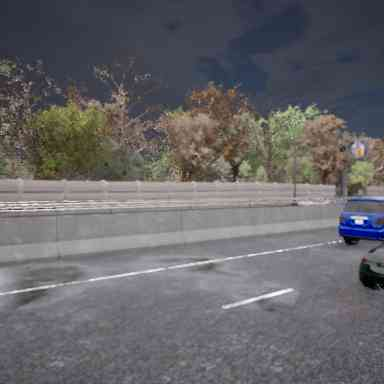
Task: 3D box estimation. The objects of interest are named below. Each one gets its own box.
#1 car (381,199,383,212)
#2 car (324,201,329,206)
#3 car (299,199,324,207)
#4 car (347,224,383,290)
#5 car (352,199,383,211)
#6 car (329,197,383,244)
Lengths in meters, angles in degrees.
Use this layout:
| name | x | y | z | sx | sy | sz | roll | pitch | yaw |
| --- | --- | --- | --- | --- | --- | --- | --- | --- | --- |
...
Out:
| name | x | y | z | sx | sy | sz | roll | pitch | yaw |
| --- | --- | --- | --- | --- | --- | --- | --- | --- | --- |
| car | 24.251 | 1.561 | 38.475 | 5.357 | 1.411 | 2.033 | 0 | 0 | -35 |
| car | 20.011 | 1.520 | 44.043 | 4.892 | 1.490 | 1.837 | 1 | 0 | -35 |
| car | 16.992 | 1.613 | 46.192 | 4.718 | 1.301 | 1.895 | 0 | 0 | -35 |
| car | 5.825 | 1.564 | 7.902 | 4.181 | 1.385 | 1.994 | 0 | 0 | -36 |
| car | 22.312 | 1.561 | 41.387 | 5.357 | 1.411 | 2.033 | 0 | 0 | -35 |
| car | 8.477 | 1.223 | 14.095 | 5.566 | 2.045 | 2.150 | 0 | 0 | -36 |
